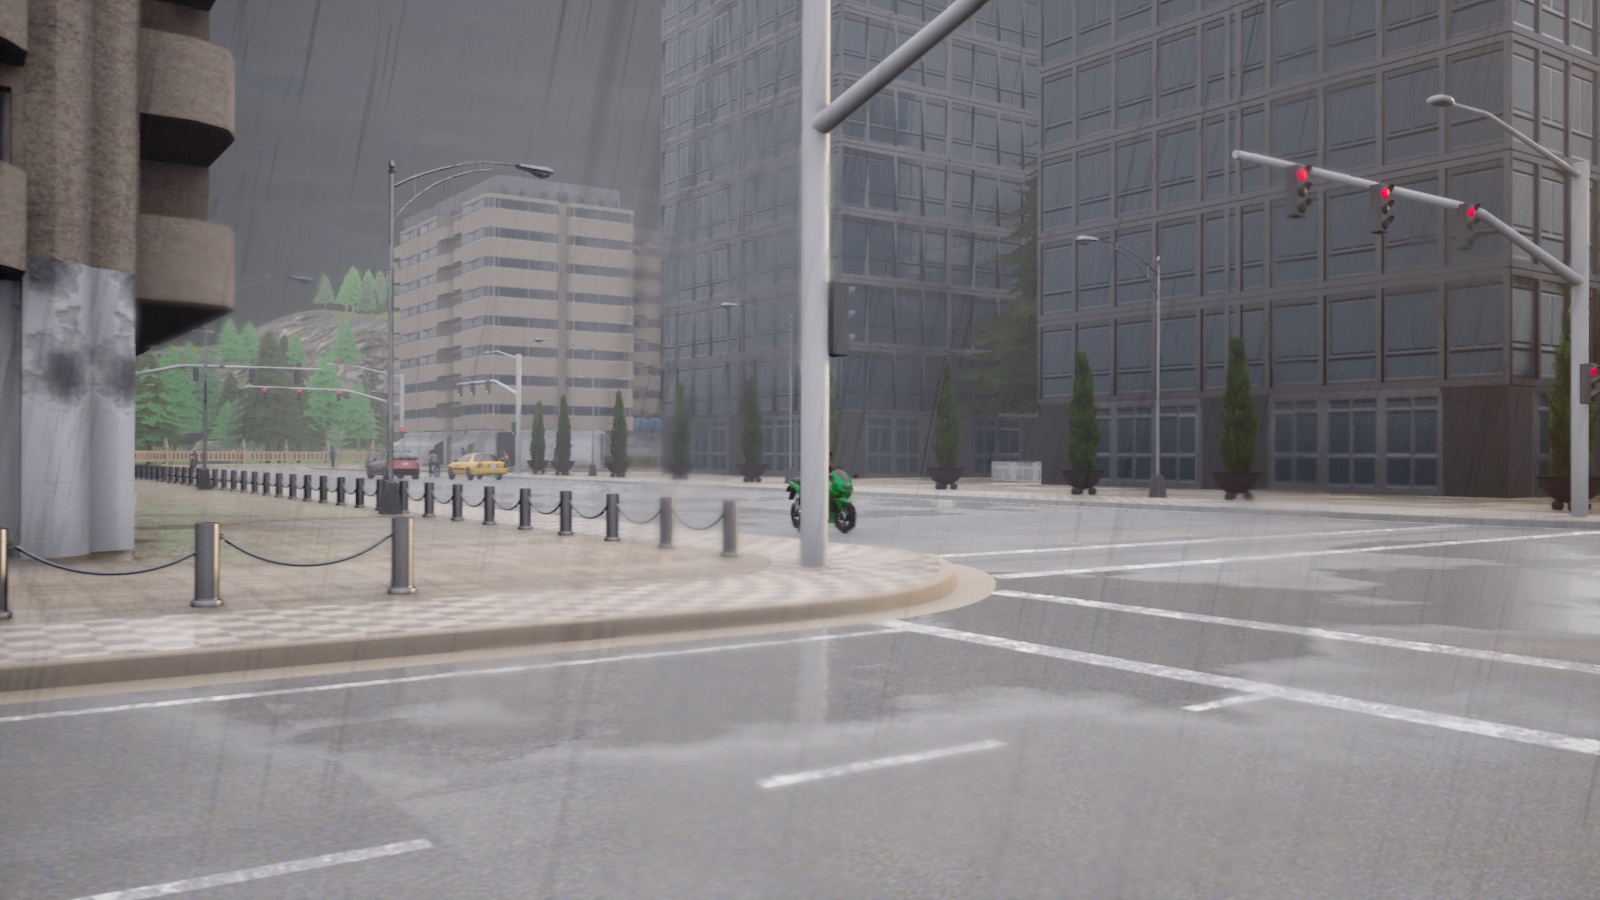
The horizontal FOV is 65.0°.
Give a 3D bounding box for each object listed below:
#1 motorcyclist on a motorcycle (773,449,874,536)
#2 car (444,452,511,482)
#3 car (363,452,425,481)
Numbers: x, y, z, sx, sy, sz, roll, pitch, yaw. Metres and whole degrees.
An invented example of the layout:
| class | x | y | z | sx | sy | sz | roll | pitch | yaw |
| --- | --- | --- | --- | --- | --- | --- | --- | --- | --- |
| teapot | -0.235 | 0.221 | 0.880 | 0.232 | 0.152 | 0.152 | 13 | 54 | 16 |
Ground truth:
| class | x | y | z | sx | sy | sz | roll | pitch | yaw |
| --- | --- | --- | --- | --- | --- | --- | --- | --- | --- |
| motorcyclist on a motorcycle | 0.400 | 0.752 | 23.071 | 0.797 | 1.523 | 2.044 | 0 | 0 | -35 |
| car | -17.426 | 0.877 | 67.666 | 1.801 | 1.575 | 5.366 | 0 | 0 | -34 |
| car | -22.159 | 0.890 | 68.392 | 2.007 | 1.525 | 4.514 | 0 | 0 | -34 |
